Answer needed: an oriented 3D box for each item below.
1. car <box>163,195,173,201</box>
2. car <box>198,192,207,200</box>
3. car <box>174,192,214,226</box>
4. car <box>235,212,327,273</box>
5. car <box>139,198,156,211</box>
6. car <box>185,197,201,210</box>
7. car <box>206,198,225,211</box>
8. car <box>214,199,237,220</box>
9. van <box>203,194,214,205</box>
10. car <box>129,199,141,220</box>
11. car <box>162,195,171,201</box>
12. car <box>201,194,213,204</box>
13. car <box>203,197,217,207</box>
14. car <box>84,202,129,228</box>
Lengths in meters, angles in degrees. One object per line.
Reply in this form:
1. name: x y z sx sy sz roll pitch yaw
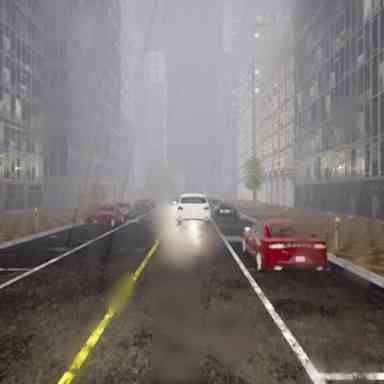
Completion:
1. car: -5.682 1.317 78.811 2.008 1.369 4.403 0 0 0
2. car: 2.700 1.059 84.490 2.192 1.841 5.009 0 0 0
3. car: 0.093 1.168 23.059 2.150 2.045 5.566 0 0 0
4. car: 2.692 1.523 10.492 1.887 1.381 4.507 0 0 0
5. car: -5.686 1.447 38.962 1.887 1.381 4.507 0 0 0
6. car: 0.098 1.421 41.387 1.812 1.442 4.674 0 0 0
7. car: 2.695 1.468 38.953 1.947 1.339 4.313 0 0 0
8. car: 2.694 1.500 27.569 1.947 1.339 4.313 0 0 0
9. van: 2.697 1.190 56.031 1.690 1.788 3.998 0 0 0
10. car: -5.687 1.516 27.578 1.802 1.307 4.206 0 0 0
11. car: -5.683 1.314 72.948 1.752 1.417 4.829 0 0 0
12. car: 2.697 1.269 61.722 1.967 1.590 4.097 0 0 0
13. car: 2.696 1.433 50.337 1.947 1.339 4.313 0 0 0
14. car: -5.687 1.494 21.884 1.887 1.381 4.507 0 0 0
